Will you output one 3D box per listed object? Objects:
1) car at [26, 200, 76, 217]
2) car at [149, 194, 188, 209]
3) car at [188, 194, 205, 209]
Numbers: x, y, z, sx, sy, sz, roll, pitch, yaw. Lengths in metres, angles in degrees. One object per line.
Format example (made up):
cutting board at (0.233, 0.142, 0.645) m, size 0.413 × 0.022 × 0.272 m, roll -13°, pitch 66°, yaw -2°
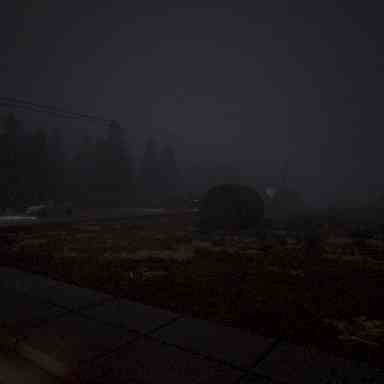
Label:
car at (-13.536, 1.544, 32.158) m, size 1.812 × 1.442 × 4.674 m, roll 0°, pitch 1°, yaw 36°
car at (-3.403, 1.238, 45.821) m, size 2.150 × 2.045 × 5.566 m, roll 0°, pitch 0°, yaw 37°
car at (1.412, 1.240, 46.165) m, size 2.150 × 2.045 × 5.566 m, roll 0°, pitch 0°, yaw 38°
